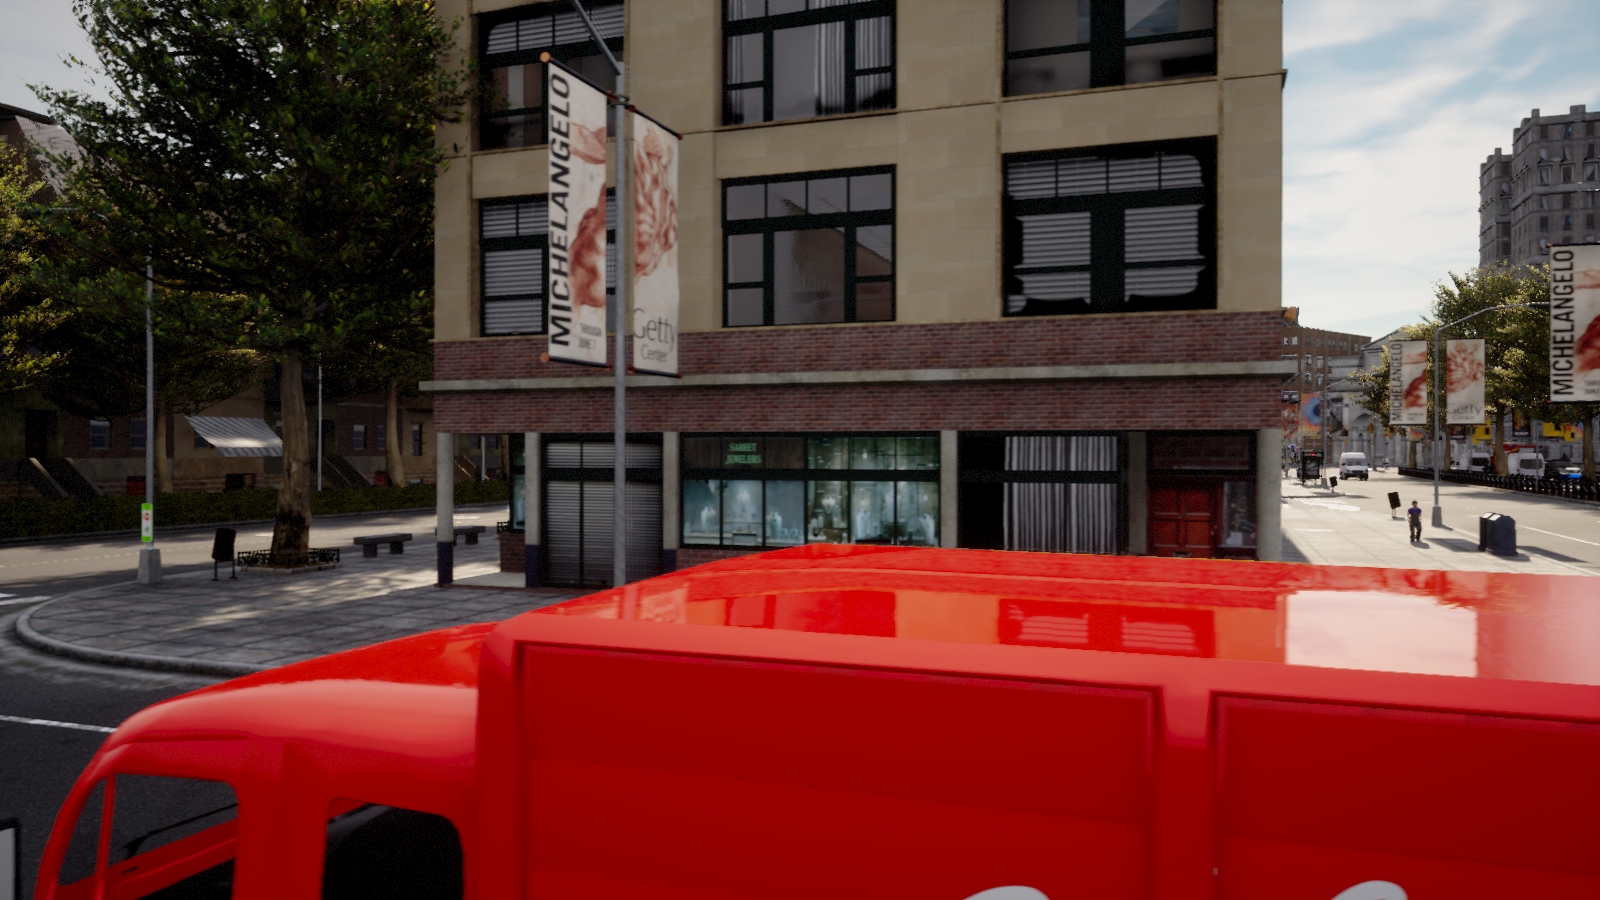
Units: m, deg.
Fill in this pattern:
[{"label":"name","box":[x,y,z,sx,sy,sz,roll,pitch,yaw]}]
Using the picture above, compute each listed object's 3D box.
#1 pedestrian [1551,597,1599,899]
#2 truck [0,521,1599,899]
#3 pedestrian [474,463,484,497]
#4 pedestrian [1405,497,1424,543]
[{"label":"pedestrian","box":[4.862,1.850,6.950,0.375,1.860,0.375,0,0,10]},{"label":"truck","box":[0.394,1.569,3.157,5.204,2.467,2.627,0,0,20]},{"label":"pedestrian","box":[-17.673,1.668,62.861,0.375,1.860,0.375,0,0,17]},{"label":"pedestrian","box":[17.435,1.980,32.408,0.375,1.300,0.375,0,0,11]}]
